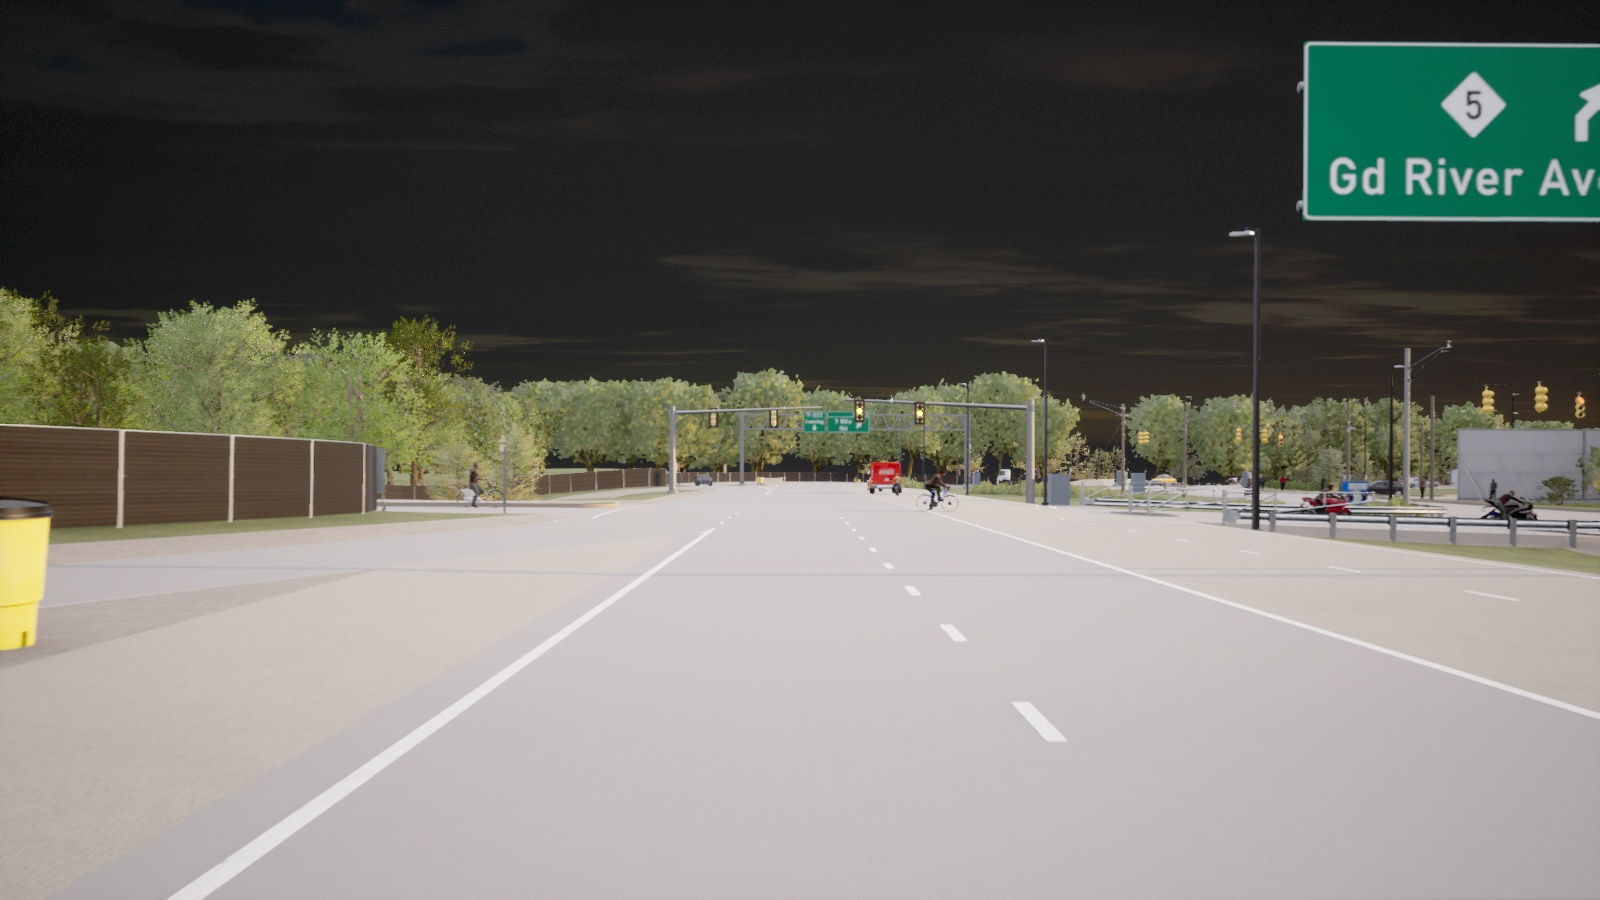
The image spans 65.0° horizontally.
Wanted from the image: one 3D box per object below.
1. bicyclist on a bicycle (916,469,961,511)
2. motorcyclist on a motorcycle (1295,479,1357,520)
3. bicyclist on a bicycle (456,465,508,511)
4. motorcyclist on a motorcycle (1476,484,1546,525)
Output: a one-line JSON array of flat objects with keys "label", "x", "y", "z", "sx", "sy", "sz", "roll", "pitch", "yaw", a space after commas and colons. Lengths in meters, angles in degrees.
[{"label": "bicyclist on a bicycle", "x": 5.362, "y": 1.553, "z": 48.594, "sx": 1.656, "sy": 1.620, "sz": 0.582, "roll": 0, "pitch": -1, "yaw": 0}, {"label": "motorcyclist on a motorcycle", "x": 20.369, "y": 1.907, "z": 48.644, "sx": 2.044, "sy": 1.523, "sz": 0.797, "roll": 1, "pitch": -1, "yaw": 0}, {"label": "bicyclist on a bicycle", "x": -12.283, "y": 1.460, "z": 48.491, "sx": 1.843, "sy": 1.776, "sz": 0.659, "roll": 0, "pitch": -1, "yaw": -1}, {"label": "motorcyclist on a motorcycle", "x": 27.582, "y": 2.104, "z": 48.752, "sx": 2.191, "sy": 1.530, "sz": 0.866, "roll": -1, "pitch": -1, "yaw": -2}]
